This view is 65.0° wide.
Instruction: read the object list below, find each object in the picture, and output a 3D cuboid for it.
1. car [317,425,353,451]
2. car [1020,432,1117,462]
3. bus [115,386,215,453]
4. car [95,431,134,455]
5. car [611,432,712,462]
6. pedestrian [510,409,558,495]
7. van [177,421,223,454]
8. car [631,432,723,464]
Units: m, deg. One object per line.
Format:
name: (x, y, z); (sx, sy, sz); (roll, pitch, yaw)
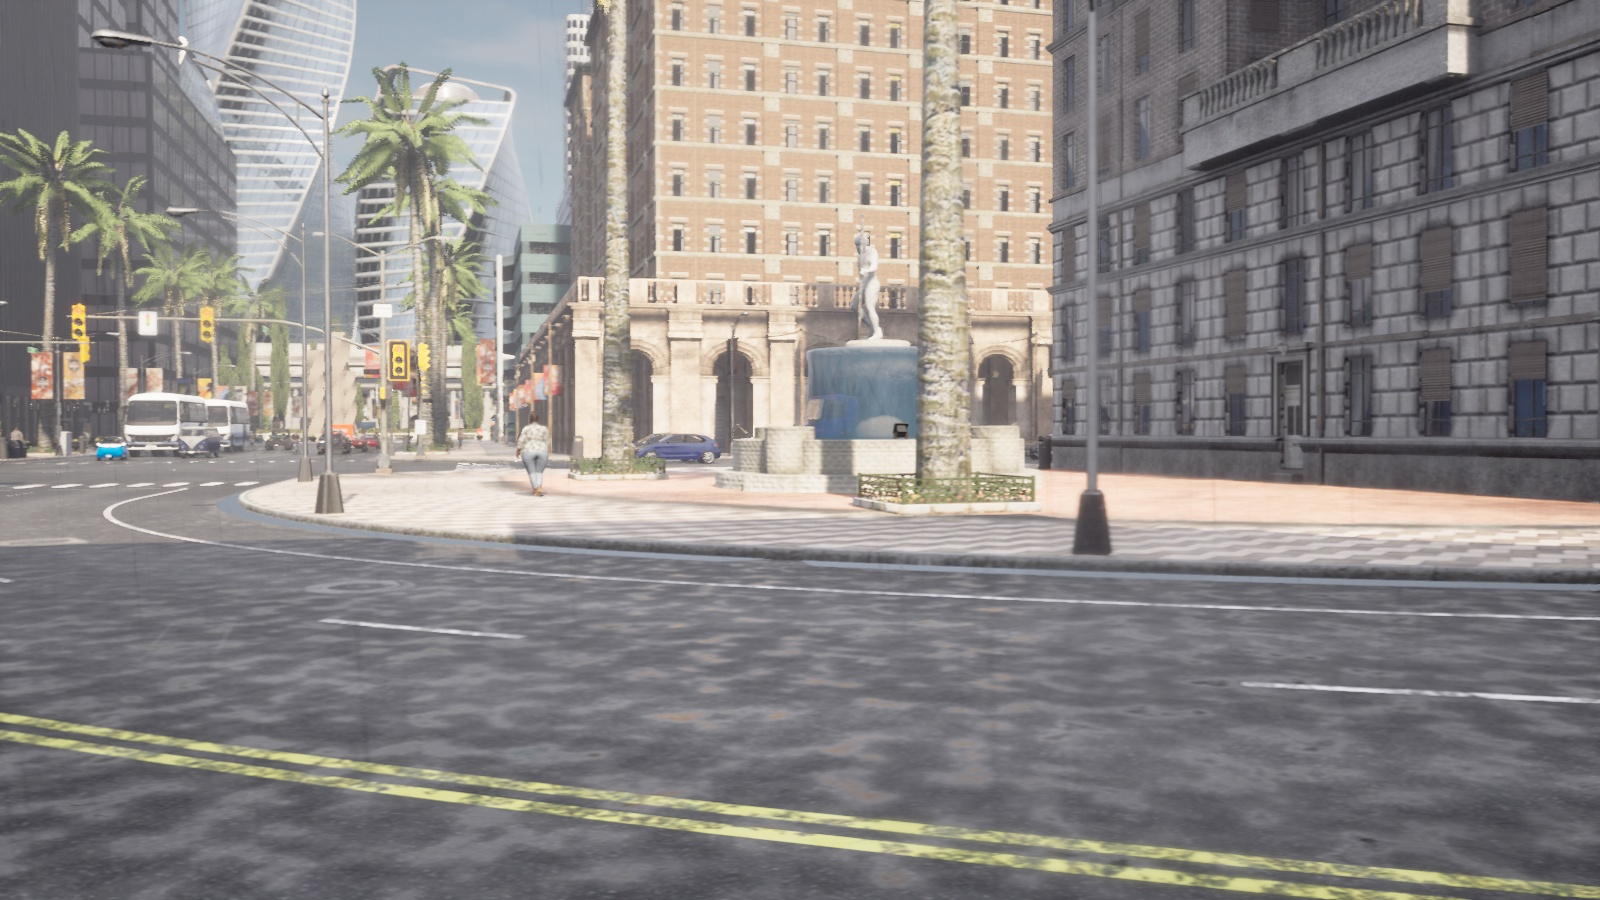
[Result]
car: (-33.068, -0.860, 89.473); (1.932, 1.855, 4.605); (0, 1, -14)
car: (13.990, -0.175, 65.469); (4.514, 1.525, 2.007); (0, 1, -15)
bus: (-42.755, -2.023, 84.981); (3.944, 4.253, 10.273); (0, 1, -15)
car: (-39.524, -0.387, 72.480); (1.481, 1.376, 2.207); (0, 1, -14)
car: (-7.017, -0.171, 63.599); (4.892, 1.490, 1.837); (0, 1, -14)
pedestrian: (-5.851, 0.037, 27.608); (0.874, 1.855, 0.900); (0, 1, -23)
van: (-37.455, -0.772, 78.445); (1.775, 1.987, 4.442); (0, 1, -14)
car: (-5.918, -0.107, 60.252); (4.193, 1.474, 1.816); (0, 1, -14)
